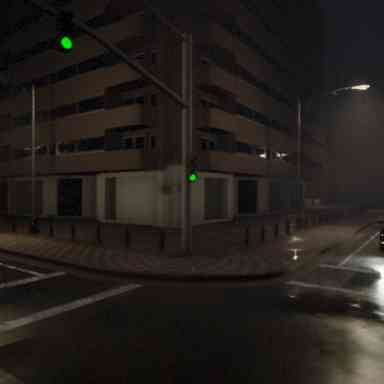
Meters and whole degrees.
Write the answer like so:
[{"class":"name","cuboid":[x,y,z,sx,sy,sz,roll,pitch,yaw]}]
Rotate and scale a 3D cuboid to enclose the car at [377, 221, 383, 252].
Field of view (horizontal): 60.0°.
[{"class":"car","cuboid":[8.854,1.549,13.527,1.837,1.490,4.892,0,0,35]}]
